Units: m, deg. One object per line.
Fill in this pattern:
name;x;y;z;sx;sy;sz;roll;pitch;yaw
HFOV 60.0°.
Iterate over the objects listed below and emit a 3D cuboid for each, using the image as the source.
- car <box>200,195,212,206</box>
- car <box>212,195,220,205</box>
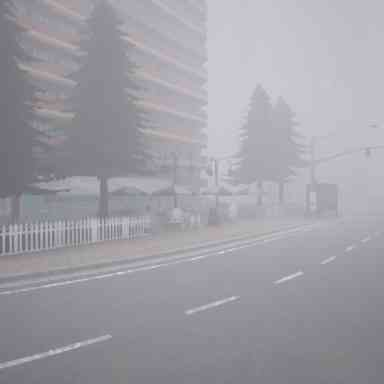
car;0.234;1.573;53.661;4.902;1.511;2.128;0;0;38
car;2.403;1.564;56.408;5.008;1.535;1.882;0;0;38
